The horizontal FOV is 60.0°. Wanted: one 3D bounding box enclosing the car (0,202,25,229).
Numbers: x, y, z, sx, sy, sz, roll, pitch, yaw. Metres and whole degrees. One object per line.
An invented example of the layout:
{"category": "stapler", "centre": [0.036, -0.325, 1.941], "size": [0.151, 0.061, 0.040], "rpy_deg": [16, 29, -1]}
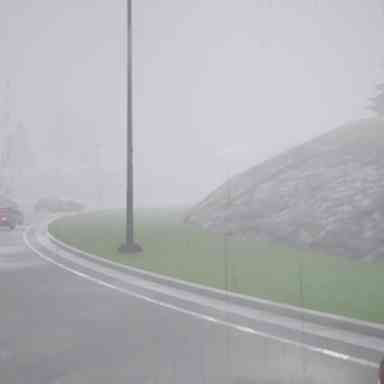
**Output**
{"category": "car", "centre": [-12.209, 1.606, 21.556], "size": [2.033, 1.411, 5.357], "rpy_deg": [0, 0, -19]}

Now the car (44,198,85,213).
{"category": "car", "centre": [-14.024, 1.638, 37.627], "size": [2.033, 1.411, 5.357], "rpy_deg": [0, 0, 6]}

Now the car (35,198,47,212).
{"category": "car", "centre": [-16.978, 1.453, 40.402], "size": [2.097, 1.767, 4.553], "rpy_deg": [0, 0, 7]}

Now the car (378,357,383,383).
{"category": "car", "centre": [3.492, 1.522, 1.523], "size": [4.674, 1.442, 1.812], "rpy_deg": [0, 0, 37]}

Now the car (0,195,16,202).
{"category": "car", "centre": [-21.056, 1.323, 35.702], "size": [2.150, 2.045, 5.566], "rpy_deg": [0, 0, 3]}
